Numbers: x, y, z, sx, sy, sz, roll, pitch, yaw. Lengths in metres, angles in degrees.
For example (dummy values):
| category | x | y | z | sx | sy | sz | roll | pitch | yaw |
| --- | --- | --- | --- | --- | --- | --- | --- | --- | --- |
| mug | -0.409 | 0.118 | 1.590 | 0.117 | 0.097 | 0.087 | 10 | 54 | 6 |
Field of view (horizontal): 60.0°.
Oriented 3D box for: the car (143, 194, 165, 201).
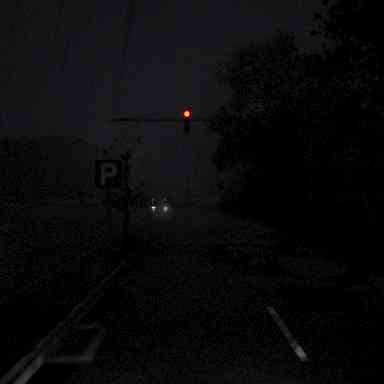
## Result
| category | x | y | z | sx | sy | sz | roll | pitch | yaw |
| --- | --- | --- | --- | --- | --- | --- | --- | --- | --- |
| car | -8.707 | 1.151 | 75.992 | 4.674 | 1.452 | 2.002 | -1 | 0 | -12 |

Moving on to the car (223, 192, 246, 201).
| category | x | y | z | sx | sy | sz | roll | pitch | yaw |
| --- | --- | --- | --- | --- | --- | --- | --- | --- | --- |
| car | 9.215 | 0.933 | 72.379 | 4.553 | 1.767 | 2.185 | 0 | 0 | -12 |

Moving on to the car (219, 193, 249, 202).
| category | x | y | z | sx | sy | sz | roll | pitch | yaw |
| --- | --- | --- | --- | --- | --- | --- | --- | --- | --- |
| car | 7.971 | 1.084 | 63.520 | 5.366 | 1.575 | 1.946 | 1 | 1 | -13 |

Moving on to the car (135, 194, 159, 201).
| category | x | y | z | sx | sy | sz | roll | pitch | yaw |
| --- | --- | --- | --- | --- | --- | --- | --- | --- | --- |
| car | -9.503 | 1.168 | 70.007 | 4.674 | 1.452 | 2.002 | -1 | 0 | -13 |

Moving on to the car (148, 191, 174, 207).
| category | x | y | z | sx | sy | sz | roll | pitch | yaw |
| --- | --- | --- | --- | --- | --- | --- | --- | --- | --- |
| car | -4.169 | 1.040 | 45.472 | 2.097 | 1.767 | 4.553 | 0 | 0 | 5 |

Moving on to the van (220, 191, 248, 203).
| category | x | y | z | sx | sy | sz | roll | pitch | yaw |
| --- | --- | --- | --- | --- | --- | --- | --- | --- | --- |
| van | 7.098 | 0.891 | 54.702 | 4.442 | 1.987 | 1.878 | 1 | 0 | -14 |

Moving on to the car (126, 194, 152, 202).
| category | x | y | z | sx | sy | sz | roll | pitch | yaw |
| --- | --- | --- | --- | --- | --- | --- | --- | --- | --- |
| car | -10.228 | 1.145 | 64.008 | 4.892 | 1.521 | 2.231 | -1 | 0 | -14 |

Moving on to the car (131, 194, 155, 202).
| category | x | y | z | sx | sy | sz | roll | pitch | yaw |
| --- | --- | --- | --- | --- | --- | --- | --- | --- | --- |
| car | -9.865 | 1.176 | 67.004 | 4.674 | 1.452 | 2.002 | -1 | 0 | -13 |

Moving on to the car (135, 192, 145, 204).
| category | x | y | z | sx | sy | sz | roll | pitch | yaw |
| --- | --- | --- | --- | --- | --- | --- | --- | --- | --- |
| car | -10.986 | 1.162 | 55.042 | 5.366 | 1.575 | 1.946 | -1 | 0 | -15 |

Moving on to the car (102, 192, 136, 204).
| category | x | y | z | sx | sy | sz | roll | pitch | yaw |
| --- | --- | --- | --- | --- | --- | --- | --- | --- | --- |
| car | -11.621 | 1.212 | 52.048 | 4.792 | 1.488 | 2.163 | -1 | 0 | -15 |

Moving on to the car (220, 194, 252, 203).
| category | x | y | z | sx | sy | sz | roll | pitch | yaw |
| --- | --- | --- | --- | --- | --- | --- | --- | --- | --- |
| car | 7.998 | 1.097 | 60.669 | 5.366 | 1.575 | 1.946 | 1 | 0 | -13 |

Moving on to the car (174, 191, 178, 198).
| category | x | y | z | sx | sy | sz | roll | pitch | yaw |
| --- | --- | --- | --- | --- | --- | --- | --- | --- | --- |
| car | -6.909 | 1.077 | 87.942 | 5.008 | 1.535 | 2.097 | -1 | 0 | -11 |

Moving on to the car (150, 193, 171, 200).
| category | x | y | z | sx | sy | sz | roll | pitch | yaw |
| --- | --- | --- | --- | --- | --- | --- | --- | --- | --- |
| car | -7.854 | 1.095 | 81.979 | 5.008 | 1.535 | 2.097 | -1 | 0 | -12 |

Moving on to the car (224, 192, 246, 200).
| category | x | y | z | sx | sy | sz | roll | pitch | yaw |
| --- | --- | --- | --- | --- | --- | --- | --- | --- | --- |
| car | 10.096 | 0.913 | 78.251 | 4.553 | 1.767 | 2.185 | 0 | 1 | -11 |

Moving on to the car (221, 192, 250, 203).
| category | x | y | z | sx | sy | sz | roll | pitch | yaw |
| --- | --- | --- | --- | --- | --- | --- | --- | --- | --- |
| car | 7.472 | 0.983 | 57.673 | 4.553 | 1.767 | 2.185 | 0 | 0 | -14 |

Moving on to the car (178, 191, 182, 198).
| category | x | y | z | sx | sy | sz | roll | pitch | yaw |
| --- | --- | --- | --- | --- | --- | --- | --- | --- | --- |
| car | -5.886 | 0.934 | 93.902 | 4.553 | 1.767 | 2.185 | -1 | 0 | -10 |

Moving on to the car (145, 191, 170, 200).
| category | x | y | z | sx | sy | sz | roll | pitch | yaw |
| --- | --- | --- | --- | --- | --- | --- | --- | --- | --- |
| car | -8.266 | 0.851 | 78.998 | 5.566 | 2.045 | 2.435 | -1 | 0 | -12 |

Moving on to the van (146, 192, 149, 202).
| category | x | y | z | sx | sy | sz | roll | pitch | yaw |
| --- | --- | --- | --- | --- | --- | --- | --- | --- | --- |
| van | -10.446 | 0.924 | 61.035 | 4.442 | 1.987 | 1.878 | -1 | 0 | -14 |

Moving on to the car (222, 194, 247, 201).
| category | x | y | z | sx | sy | sz | roll | pitch | yaw |
| --- | --- | --- | --- | --- | --- | --- | --- | --- | --- |
| car | 8.495 | 1.119 | 66.509 | 4.674 | 1.452 | 2.002 | 1 | 0 | -13 |
